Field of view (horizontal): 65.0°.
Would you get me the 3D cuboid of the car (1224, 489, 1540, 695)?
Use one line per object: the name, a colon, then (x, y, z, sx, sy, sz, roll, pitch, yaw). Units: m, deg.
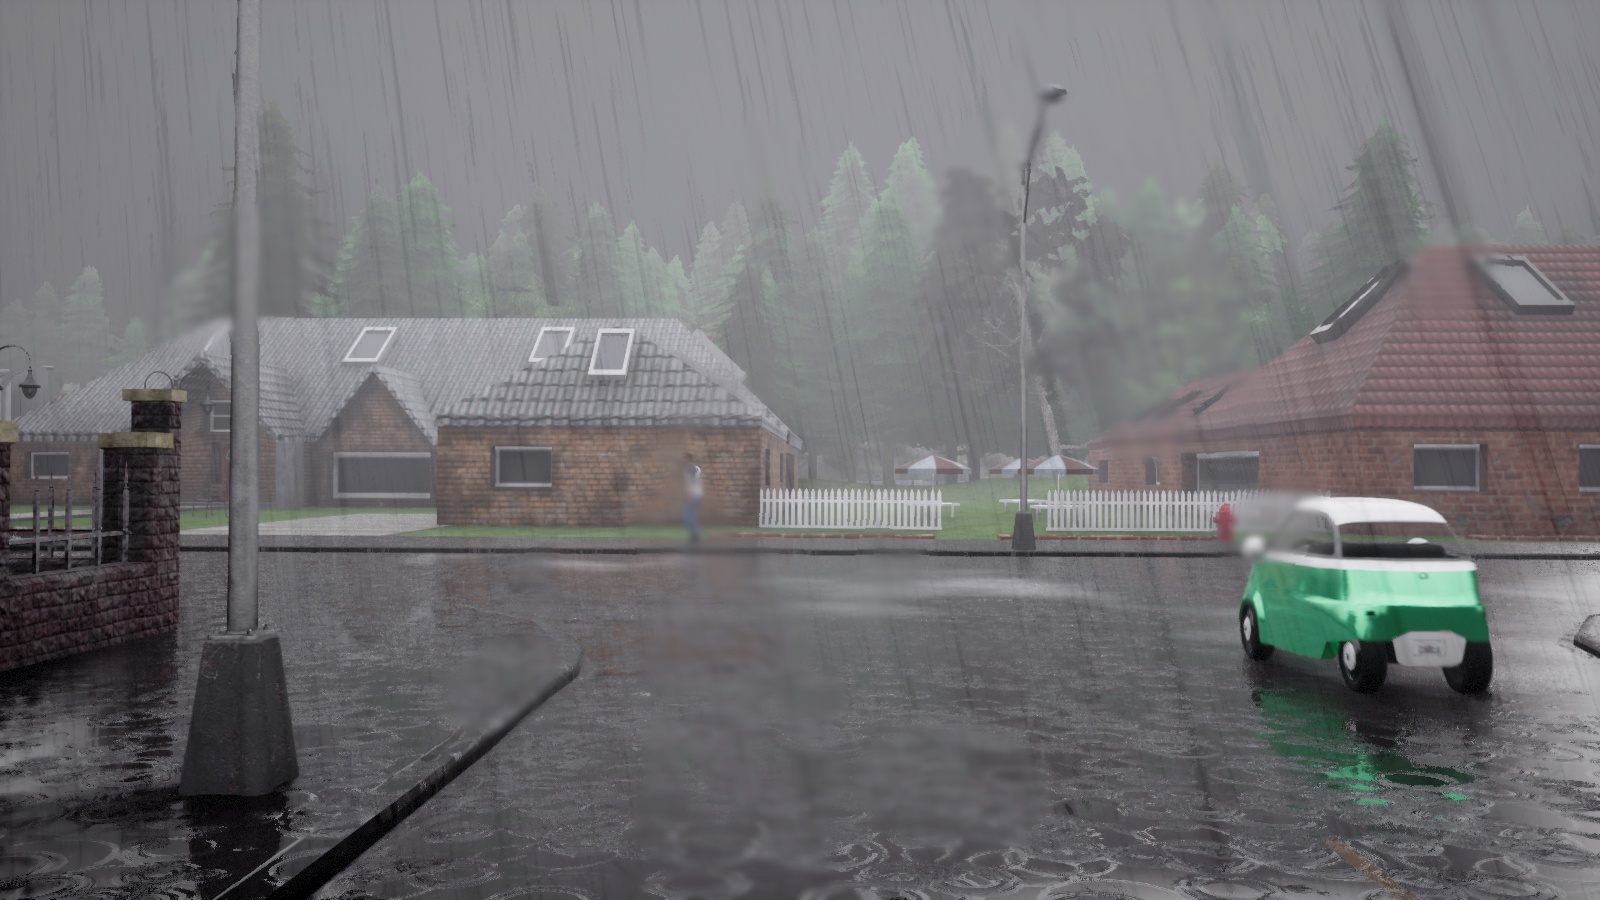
car: (4.401, 1.016, 9.803, 1.481, 1.376, 2.207, 0, -1, 2)

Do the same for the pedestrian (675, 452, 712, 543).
pedestrian: (-2.161, 0.957, 25.444, 0.706, 1.836, 0.354, 0, -1, 1)
